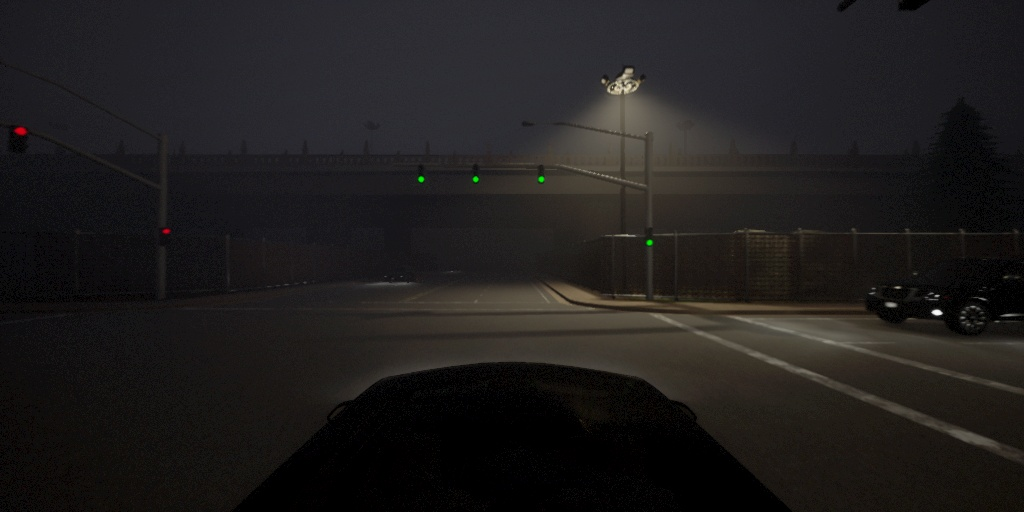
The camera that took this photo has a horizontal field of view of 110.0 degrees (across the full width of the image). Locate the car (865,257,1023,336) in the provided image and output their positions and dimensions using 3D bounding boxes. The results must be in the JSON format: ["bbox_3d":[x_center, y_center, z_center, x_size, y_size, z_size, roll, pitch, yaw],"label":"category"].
[{"bbox_3d":[13.663,1.054,10.320,5.566,2.045,2.150,0,-1,0],"label":"car"}]

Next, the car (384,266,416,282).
[{"bbox_3d":[-10.495,1.715,33.927,1.837,1.490,4.892,0,1,0],"label":"car"}]
